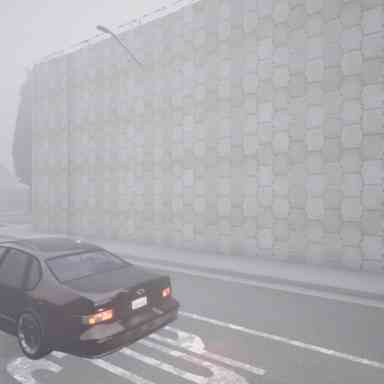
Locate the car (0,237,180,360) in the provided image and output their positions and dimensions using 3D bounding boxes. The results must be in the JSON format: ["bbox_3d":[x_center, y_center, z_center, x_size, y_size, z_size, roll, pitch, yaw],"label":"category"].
[{"bbox_3d":[-2.760,1.547,5.950,5.357,1.411,2.033,0,0,35],"label":"car"}]
